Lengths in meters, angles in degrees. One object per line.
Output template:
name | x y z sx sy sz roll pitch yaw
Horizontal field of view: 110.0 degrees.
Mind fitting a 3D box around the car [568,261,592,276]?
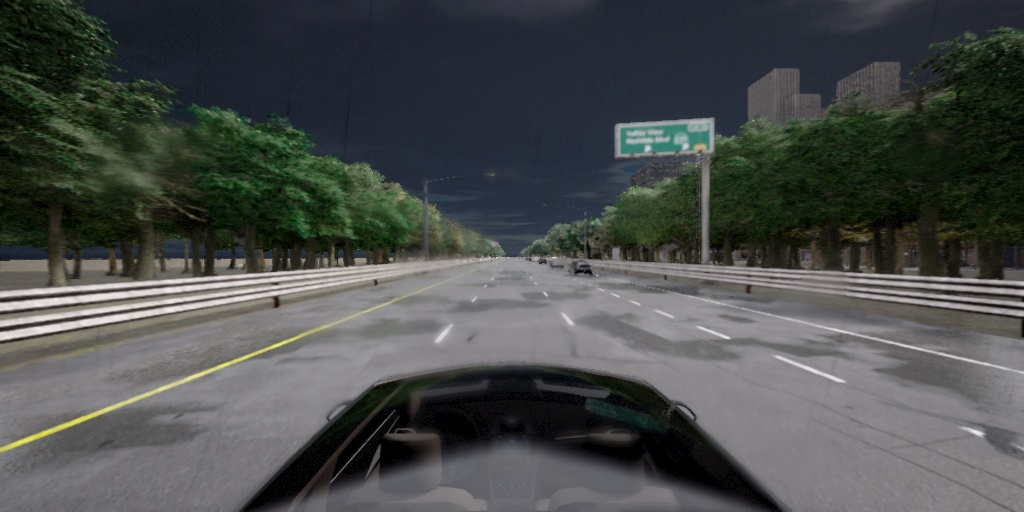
car | 7.031 1.260 37.167 1.837 1.490 4.892 0 0 0

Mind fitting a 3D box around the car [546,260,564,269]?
car | 7.050 1.313 57.098 1.994 1.385 4.181 0 0 0
